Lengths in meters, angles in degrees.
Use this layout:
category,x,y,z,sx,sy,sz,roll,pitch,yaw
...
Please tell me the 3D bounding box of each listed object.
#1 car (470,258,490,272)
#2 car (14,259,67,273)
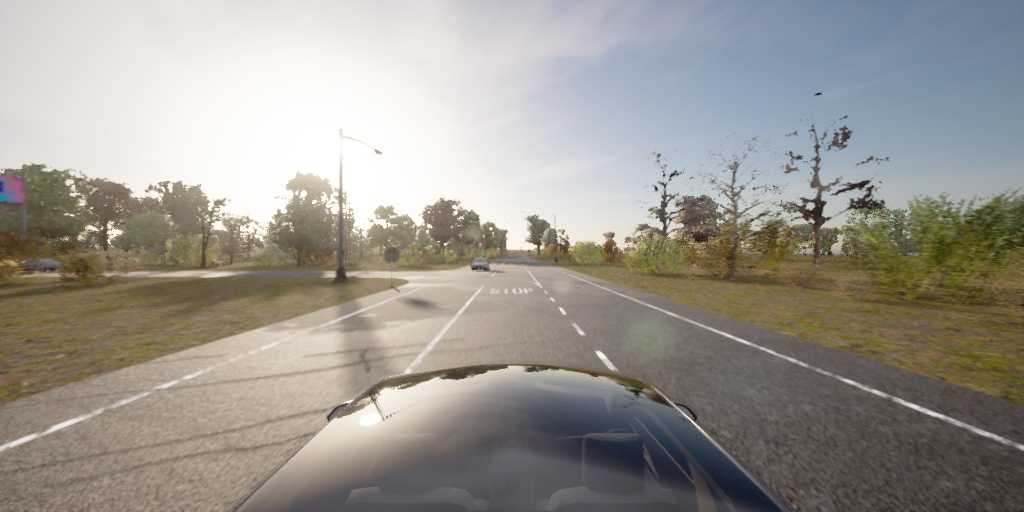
category,x,y,z,sx,sy,sz,roll,pitch,yaw
car,-3.443,0.971,39.666,1.837,1.490,4.892,0,1,0
car,-49.021,0.992,37.172,4.181,1.385,1.994,0,0,2
